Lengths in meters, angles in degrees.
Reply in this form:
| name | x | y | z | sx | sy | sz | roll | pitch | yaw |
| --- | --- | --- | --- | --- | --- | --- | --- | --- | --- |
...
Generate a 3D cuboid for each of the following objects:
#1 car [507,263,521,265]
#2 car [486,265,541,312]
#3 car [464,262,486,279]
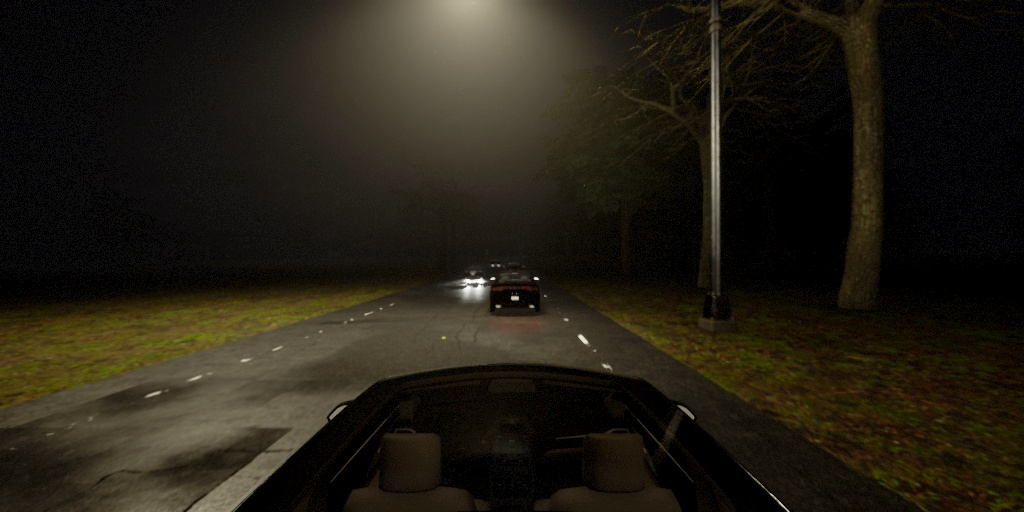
| name | x | y | z | sx | sy | sz | roll | pitch | yaw |
| --- | --- | --- | --- | --- | --- | --- | --- | --- | --- |
| car | 0.162 | 1.377 | 35.025 | 1.837 | 1.490 | 4.892 | 0 | 0 | 0 |
| car | 0.116 | 1.337 | 14.980 | 1.882 | 1.535 | 5.008 | 0 | 0 | 0 |
| car | -3.532 | 1.363 | 35.020 | 2.128 | 1.511 | 4.902 | 0 | 0 | 0 |
